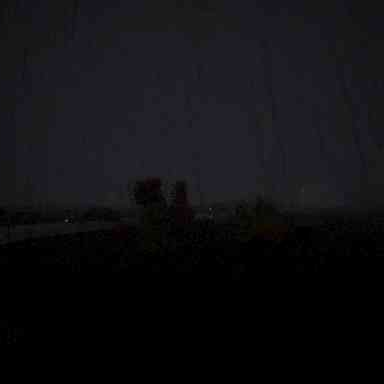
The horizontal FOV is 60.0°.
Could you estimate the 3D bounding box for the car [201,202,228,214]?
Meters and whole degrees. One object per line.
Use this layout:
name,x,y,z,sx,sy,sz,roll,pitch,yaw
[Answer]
car,3.164,2.177,46.144,1.837,1.490,4.892,-2,-1,36

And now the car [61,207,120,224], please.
car,-8.805,2.000,29.556,2.033,1.411,5.357,-2,-2,36

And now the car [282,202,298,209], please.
car,17.565,2.400,59.988,1.895,1.301,4.718,-2,-2,36

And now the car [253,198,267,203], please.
car,11.347,1.902,51.281,2.150,2.045,5.566,-2,-2,38
